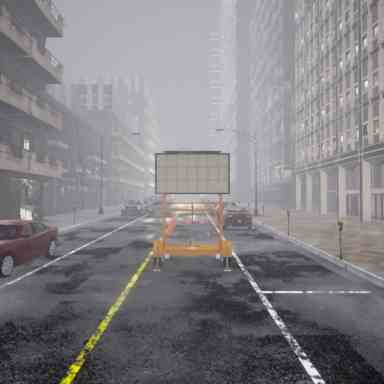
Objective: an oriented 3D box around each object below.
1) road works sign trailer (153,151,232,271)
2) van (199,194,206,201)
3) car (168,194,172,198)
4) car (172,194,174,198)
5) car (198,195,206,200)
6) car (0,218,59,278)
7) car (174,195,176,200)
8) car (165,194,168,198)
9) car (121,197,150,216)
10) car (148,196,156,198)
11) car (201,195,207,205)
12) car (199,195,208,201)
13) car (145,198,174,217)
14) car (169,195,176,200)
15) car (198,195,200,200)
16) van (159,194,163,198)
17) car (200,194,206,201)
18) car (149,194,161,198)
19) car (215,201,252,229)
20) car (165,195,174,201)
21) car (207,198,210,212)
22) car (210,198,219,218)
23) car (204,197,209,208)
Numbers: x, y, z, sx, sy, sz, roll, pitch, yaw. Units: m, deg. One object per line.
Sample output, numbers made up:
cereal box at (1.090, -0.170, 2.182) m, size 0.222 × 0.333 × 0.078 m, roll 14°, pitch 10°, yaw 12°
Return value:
road works sign trailer at (0.015, 0.468, 10.849) m, size 2.380 × 3.560 × 2.880 m, roll 0°, pitch 0°, yaw 0°
van at (2.846, 1.350, 87.944) m, size 1.690 × 1.788 × 3.998 m, roll 1°, pitch 0°, yaw 0°
car at (-5.574, 1.561, 65.683) m, size 2.008 × 1.369 × 4.403 m, roll 1°, pitch 0°, yaw 0°
car at (-5.563, 1.451, 71.230) m, size 1.967 × 1.590 × 4.097 m, roll 1°, pitch 0°, yaw 0°
car at (2.850, 1.574, 93.492) m, size 1.947 × 1.339 × 4.313 m, roll 1°, pitch 0°, yaw 0°
car at (-5.661, 1.548, 10.216) m, size 1.887 × 1.381 × 4.507 m, roll 1°, pitch 0°, yaw 0°
car at (-5.555, 1.325, 76.777) m, size 2.192 × 1.841 × 5.009 m, roll 1°, pitch 0°, yaw 0°
car at (-5.587, 1.325, 54.590) m, size 2.192 × 1.841 × 5.009 m, roll 1°, pitch 0°, yaw 0°
car at (-5.624, 1.449, 32.402) m, size 1.967 × 1.590 × 4.097 m, roll 1°, pitch 0°, yaw 0°
car at (-5.617, 1.554, 37.950) m, size 1.887 × 1.381 × 4.507 m, roll 1°, pitch 0°, yaw 0°
car at (2.780, 1.561, 49.108) m, size 2.008 × 1.369 × 4.403 m, roll 1°, pitch 0°, yaw 0°
car at (2.835, 1.450, 82.396) m, size 1.967 × 1.590 × 4.097 m, roll 1°, pitch 0°, yaw 0°
car at (-2.952, 1.534, 31.148) m, size 1.812 × 1.442 × 4.674 m, roll 0°, pitch 0°, yaw 0°
car at (-5.497, 1.534, 93.246) m, size 1.752 × 1.417 × 4.829 m, roll 1°, pitch 0°, yaw 0°
car at (2.814, 1.592, 71.300) m, size 1.802 × 1.307 × 4.206 m, roll 1°, pitch 0°, yaw 0°
van at (-5.596, 1.351, 49.044) m, size 1.690 × 1.788 × 3.998 m, roll 1°, pitch 0°, yaw 0°
car at (2.798, 1.536, 60.374) m, size 1.752 × 1.417 × 4.829 m, roll 1°, pitch 0°, yaw 0°
car at (-5.606, 1.450, 43.497) m, size 1.967 × 1.590 × 4.097 m, roll 1°, pitch 0°, yaw 0°
car at (2.737, 1.551, 21.368) m, size 1.887 × 1.381 × 4.507 m, roll 1°, pitch 0°, yaw 0°
car at (-5.558, 1.535, 82.153) m, size 1.752 × 1.417 × 4.829 m, roll 1°, pitch 0°, yaw 0°
car at (2.754, 1.554, 32.464) m, size 1.887 × 1.381 × 4.507 m, roll 1°, pitch 0°, yaw 0°
car at (2.747, 1.448, 26.916) m, size 1.967 × 1.590 × 4.097 m, roll 1°, pitch 0°, yaw 0°
car at (2.763, 1.554, 38.013) m, size 1.887 × 1.381 × 4.507 m, roll 1°, pitch 0°, yaw 0°
